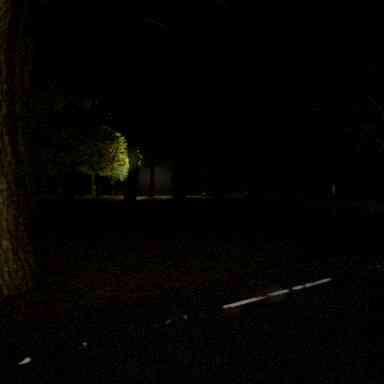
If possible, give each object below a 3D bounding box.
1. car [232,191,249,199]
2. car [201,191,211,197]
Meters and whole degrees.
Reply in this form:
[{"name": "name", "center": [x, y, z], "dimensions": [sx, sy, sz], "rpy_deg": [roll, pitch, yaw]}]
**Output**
[{"name": "car", "center": [10.345, 0.621, 68.117], "dimensions": [1.882, 1.535, 5.008], "rpy_deg": [2, -1, -35]}, {"name": "car", "center": [4.414, 0.478, 76.302], "dimensions": [2.033, 1.411, 5.357], "rpy_deg": [2, -1, -36]}]
